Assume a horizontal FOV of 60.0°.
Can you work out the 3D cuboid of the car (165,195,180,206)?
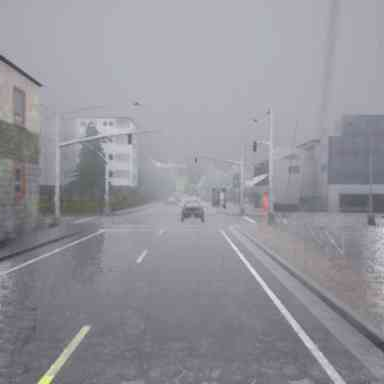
[{"bbox_3d":[-3.556,1.646,57.639,1.812,1.442,4.674,0,0,0],"label":"car"}]

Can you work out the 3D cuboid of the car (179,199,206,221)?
[{"bbox_3d":[0.067,1.641,28.279,1.837,1.490,4.892,0,0,0],"label":"car"}]

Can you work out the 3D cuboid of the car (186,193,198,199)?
[{"bbox_3d":[-0.013,1.215,69.968,2.150,2.045,5.566,0,0,0],"label":"car"}]
